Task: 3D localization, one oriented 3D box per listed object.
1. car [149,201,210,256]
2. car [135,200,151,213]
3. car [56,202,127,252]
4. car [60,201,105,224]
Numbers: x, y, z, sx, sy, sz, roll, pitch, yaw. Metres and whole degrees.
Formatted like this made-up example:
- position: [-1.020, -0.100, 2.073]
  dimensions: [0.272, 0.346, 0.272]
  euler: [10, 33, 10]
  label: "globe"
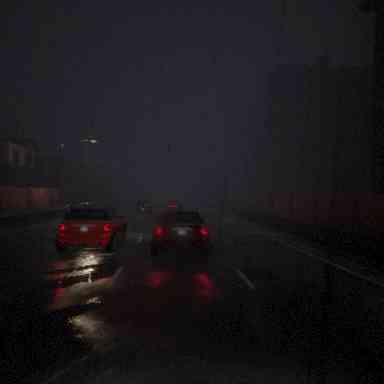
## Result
- position: [-0.489, 1.452, 13.709]
  dimensions: [2.097, 1.767, 4.553]
  euler: [1, 0, -4]
  label: "car"
- position: [-5.731, 1.688, 40.155]
  dimensions: [1.837, 1.490, 4.892]
  euler: [1, 0, -4]
  label: "car"
- position: [-4.021, 1.367, 14.097]
  dimensions: [2.097, 1.767, 4.553]
  euler: [1, 0, -4]
  label: "car"
- position: [-8.291, 1.494, 25.702]
  dimensions: [2.128, 1.511, 4.902]
  euler: [1, 0, -4]
  label: "car"
